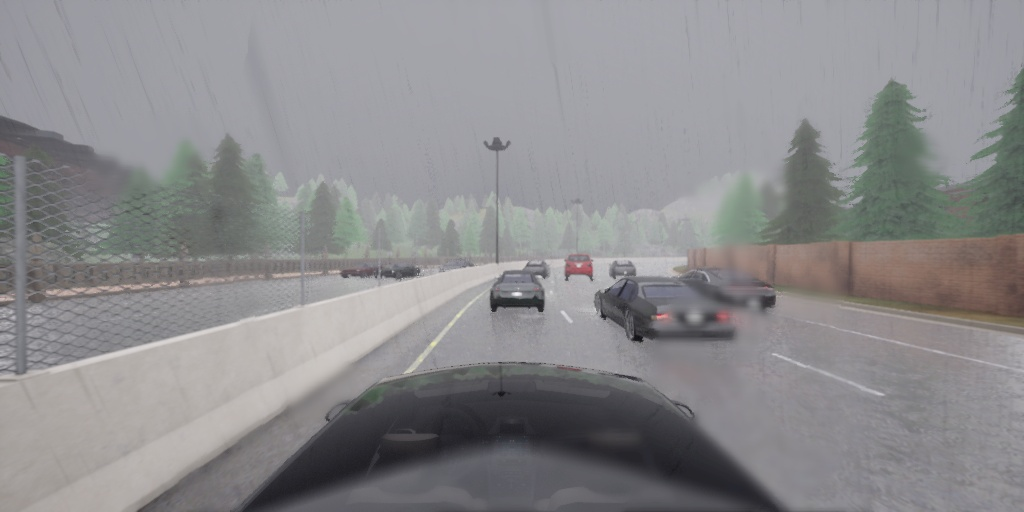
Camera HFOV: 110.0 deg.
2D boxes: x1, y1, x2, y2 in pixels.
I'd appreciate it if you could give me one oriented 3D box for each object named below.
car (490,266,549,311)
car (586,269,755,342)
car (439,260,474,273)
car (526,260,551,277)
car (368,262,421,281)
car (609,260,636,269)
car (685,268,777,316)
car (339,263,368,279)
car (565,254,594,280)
[{"bbox_3d":[0.254,1.252,14.144,1.994,1.385,4.181,0,0,2],"label":"car"},{"bbox_3d":[3.615,1.258,9.560,2.033,1.411,5.357,0,0,0],"label":"car"},{"bbox_3d":[-4.846,1.093,31.840,2.128,1.511,4.902,0,0,12],"label":"car"},{"bbox_3d":[2.163,1.100,30.226,2.128,1.511,4.902,0,0,11],"label":"car"},{"bbox_3d":[-9.084,1.218,28.518,1.895,1.301,4.718,0,0,10],"label":"car"},{"bbox_3d":[9.290,1.100,30.206,2.128,1.511,4.902,0,0,12],"label":"car"},{"bbox_3d":[7.195,1.186,12.983,2.128,1.511,4.902,0,0,2],"label":"car"},{"bbox_3d":[-12.344,1.209,30.213,1.895,1.301,4.718,0,0,10],"label":"car"},{"bbox_3d":[5.529,0.834,29.423,2.150,2.045,5.566,0,0,11],"label":"car"}]
